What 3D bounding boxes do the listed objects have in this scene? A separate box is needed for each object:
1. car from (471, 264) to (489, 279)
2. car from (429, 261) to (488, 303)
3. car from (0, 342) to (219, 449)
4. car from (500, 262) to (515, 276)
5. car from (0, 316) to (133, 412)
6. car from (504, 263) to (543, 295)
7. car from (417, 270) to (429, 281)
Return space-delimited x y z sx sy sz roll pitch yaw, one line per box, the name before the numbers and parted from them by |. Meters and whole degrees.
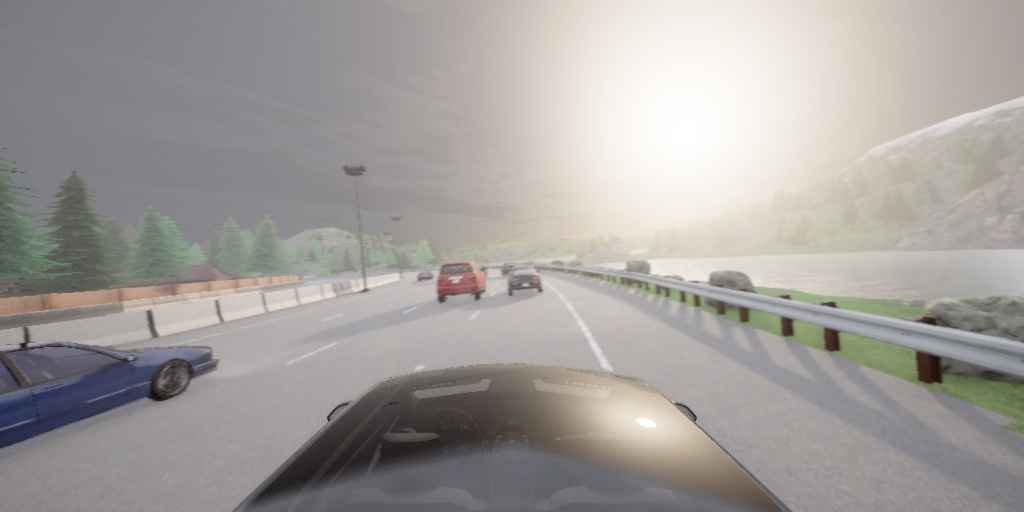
car | -3.853 1.820 42.340 1.837 1.490 4.892 -4 0 -7
car | -2.691 1.310 19.901 2.150 2.045 5.566 -5 0 0
car | -7.179 1.959 4.904 2.033 1.411 5.357 -5 0 5
car | -0.257 1.492 41.428 1.837 1.490 4.892 -4 0 -7
car | -10.549 2.269 6.169 2.033 1.411 5.357 -5 0 5
car | 0.689 1.314 20.623 1.812 1.442 4.674 -5 0 0
car | -11.806 2.631 49.018 1.994 1.385 4.181 -5 0 -9
